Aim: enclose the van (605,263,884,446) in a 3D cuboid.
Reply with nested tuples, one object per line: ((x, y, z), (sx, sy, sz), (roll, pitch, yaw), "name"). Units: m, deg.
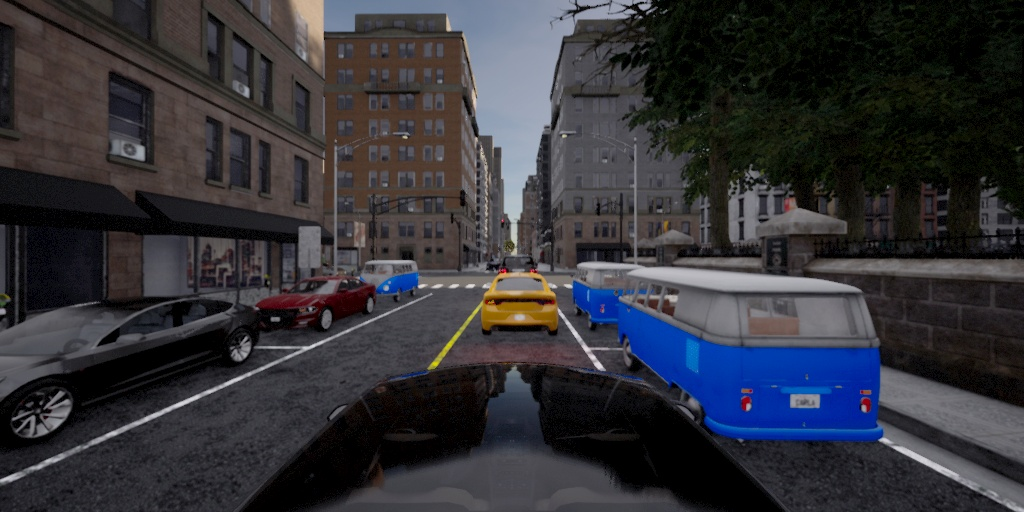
((2.715, 1.089, 5.129), (1.690, 1.789, 3.998), (0, 0, 1), "van")

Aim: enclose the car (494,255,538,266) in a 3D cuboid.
((0.323, 0.959, 20.487), (2.150, 2.045, 5.566), (0, 0, 0), "car")

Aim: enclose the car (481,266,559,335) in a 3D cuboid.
((0.222, 1.224, 10.531), (1.882, 1.535, 5.008), (0, 0, 1), "car")

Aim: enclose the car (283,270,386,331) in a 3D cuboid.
((-5.698, 1.291, 10.942), (1.888, 1.381, 4.507), (0, 0, 1), "car")

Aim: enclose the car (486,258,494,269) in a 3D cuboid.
((-2.327, 1.070, 49.736), (2.097, 1.767, 4.553), (0, 0, 2), "car")

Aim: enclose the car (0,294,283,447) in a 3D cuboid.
((-5.809, 1.314, 5.284), (1.948, 1.339, 4.313), (0, 0, 1), "car")

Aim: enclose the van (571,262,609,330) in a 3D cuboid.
((2.826, 1.086, 10.786), (1.690, 1.789, 3.998), (0, 0, 1), "van")

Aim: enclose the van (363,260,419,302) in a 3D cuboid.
((-5.588, 1.082, 16.602), (1.690, 1.789, 3.998), (0, 0, 1), "van")

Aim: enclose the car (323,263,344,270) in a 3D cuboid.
((-16.214, 1.271, 28.724), (5.357, 1.411, 2.033), (0, 0, 1), "car")
